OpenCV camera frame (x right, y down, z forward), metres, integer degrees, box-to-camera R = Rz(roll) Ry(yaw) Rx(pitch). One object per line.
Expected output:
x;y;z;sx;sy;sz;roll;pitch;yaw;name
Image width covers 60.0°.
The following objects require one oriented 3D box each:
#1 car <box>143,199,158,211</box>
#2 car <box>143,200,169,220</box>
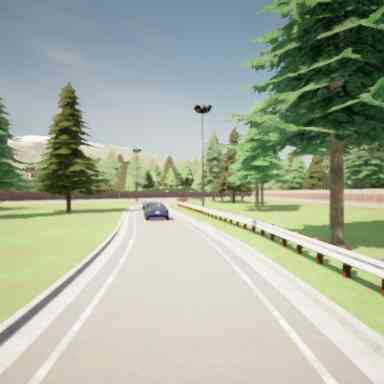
-5.409;1.630;43.284;1.895;1.301;4.718;0;0;-7;car
-3.062;1.582;28.367;1.994;1.385;4.181;0;0;-10;car
